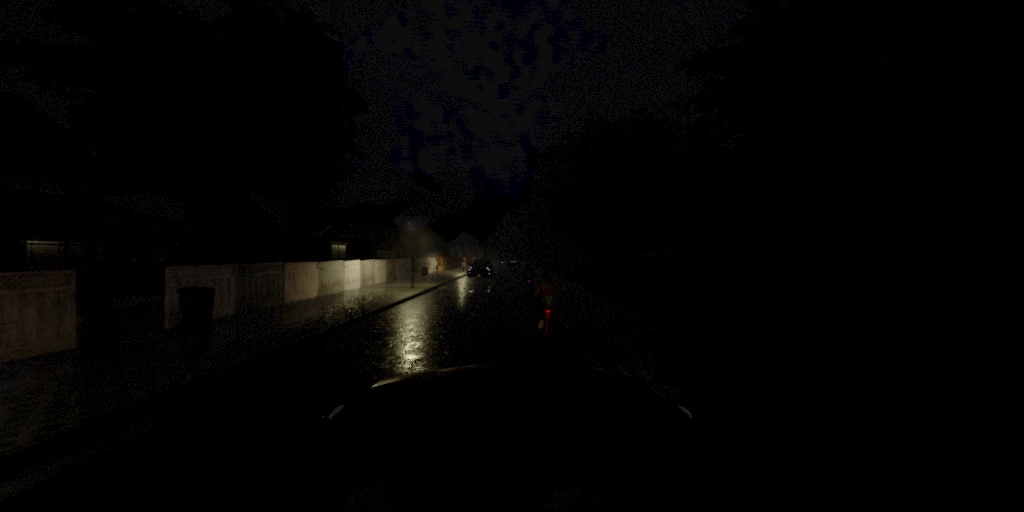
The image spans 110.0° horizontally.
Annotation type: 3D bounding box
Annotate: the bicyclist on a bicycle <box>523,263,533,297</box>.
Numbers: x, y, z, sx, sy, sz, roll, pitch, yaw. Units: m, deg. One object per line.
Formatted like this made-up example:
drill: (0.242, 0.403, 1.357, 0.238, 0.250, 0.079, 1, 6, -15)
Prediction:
bicyclist on a bicycle: (0.802, 1.175, 16.884, 0.582, 1.620, 1.656, 0, 0, 0)

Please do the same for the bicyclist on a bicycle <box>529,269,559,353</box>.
bicyclist on a bicycle: (0.772, 1.191, 7.884, 0.582, 1.620, 1.656, 0, 0, 0)

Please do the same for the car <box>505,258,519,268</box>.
car: (0.295, 1.154, 60.232, 2.128, 1.511, 4.902, 0, 0, 0)

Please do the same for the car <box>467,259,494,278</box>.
car: (-2.749, 1.048, 32.255, 2.097, 1.767, 4.553, 0, 0, 0)
